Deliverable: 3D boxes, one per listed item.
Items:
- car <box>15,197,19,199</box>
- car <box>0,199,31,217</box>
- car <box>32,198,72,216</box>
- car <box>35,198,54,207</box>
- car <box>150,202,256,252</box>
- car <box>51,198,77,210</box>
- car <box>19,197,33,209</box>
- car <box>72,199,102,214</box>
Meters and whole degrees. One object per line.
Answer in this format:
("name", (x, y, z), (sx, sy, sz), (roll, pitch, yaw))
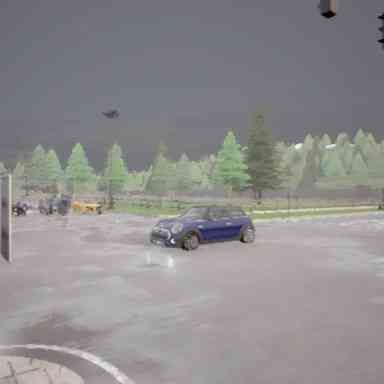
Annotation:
("car", (-25.670, 1.496, 49.366), (1.812, 1.442, 4.674), (0, 0, -35))
("car", (-16.745, 1.582, 30.975), (1.895, 1.301, 4.718), (0, 0, -36))
("car", (-14.095, 1.528, 33.285), (2.033, 1.411, 5.357), (0, 0, -36))
("car", (-22.910, 1.570, 51.540), (1.895, 1.301, 4.718), (0, 0, -35))
("car", (0.523, 1.344, 14.067), (4.553, 1.767, 2.097), (0, 0, -35))
("car", (-16.428, 1.539, 42.476), (1.994, 1.385, 4.181), (0, 0, -37))
("car", (-19.712, 1.501, 41.059), (1.812, 1.442, 4.674), (0, 0, -35))
("car", (-11.156, 1.457, 35.197), (1.882, 1.535, 5.008), (0, 0, -36))
